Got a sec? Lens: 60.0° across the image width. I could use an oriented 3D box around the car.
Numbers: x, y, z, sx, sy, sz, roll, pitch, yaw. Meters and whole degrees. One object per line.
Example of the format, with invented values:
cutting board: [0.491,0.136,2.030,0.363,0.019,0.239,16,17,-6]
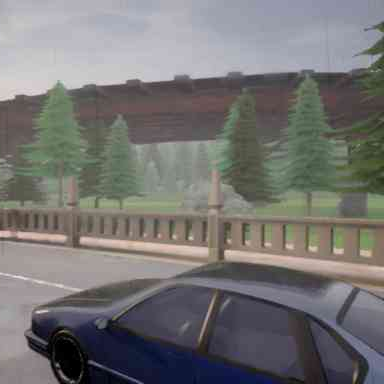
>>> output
car: [0.447,1.539,3.584,5.357,1.411,2.033,0,0,34]
